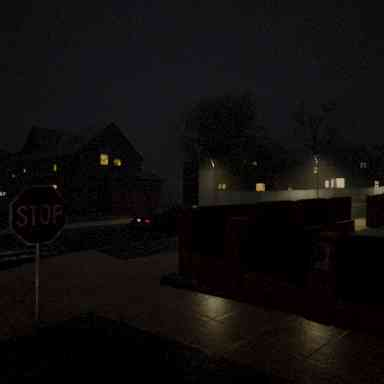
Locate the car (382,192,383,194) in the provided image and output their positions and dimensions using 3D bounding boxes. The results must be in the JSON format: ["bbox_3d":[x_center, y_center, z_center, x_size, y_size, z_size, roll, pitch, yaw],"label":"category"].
[{"bbox_3d":[22.192,0.398,35.981,4.553,1.767,2.097,-2,2,-41],"label":"car"}]

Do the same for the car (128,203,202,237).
[{"bbox_3d":[-0.425,1.233,16.142,5.357,1.411,2.033,-2,2,-41],"label":"car"}]
